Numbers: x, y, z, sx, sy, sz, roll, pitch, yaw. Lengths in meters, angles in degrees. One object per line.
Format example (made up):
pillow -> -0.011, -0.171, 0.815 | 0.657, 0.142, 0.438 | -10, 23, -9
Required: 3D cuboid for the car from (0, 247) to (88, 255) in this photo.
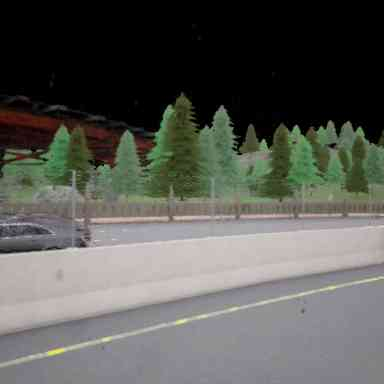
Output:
car -> -5.272, 1.468, 8.704 | 4.902, 1.511, 2.128 | 1, 0, -35
